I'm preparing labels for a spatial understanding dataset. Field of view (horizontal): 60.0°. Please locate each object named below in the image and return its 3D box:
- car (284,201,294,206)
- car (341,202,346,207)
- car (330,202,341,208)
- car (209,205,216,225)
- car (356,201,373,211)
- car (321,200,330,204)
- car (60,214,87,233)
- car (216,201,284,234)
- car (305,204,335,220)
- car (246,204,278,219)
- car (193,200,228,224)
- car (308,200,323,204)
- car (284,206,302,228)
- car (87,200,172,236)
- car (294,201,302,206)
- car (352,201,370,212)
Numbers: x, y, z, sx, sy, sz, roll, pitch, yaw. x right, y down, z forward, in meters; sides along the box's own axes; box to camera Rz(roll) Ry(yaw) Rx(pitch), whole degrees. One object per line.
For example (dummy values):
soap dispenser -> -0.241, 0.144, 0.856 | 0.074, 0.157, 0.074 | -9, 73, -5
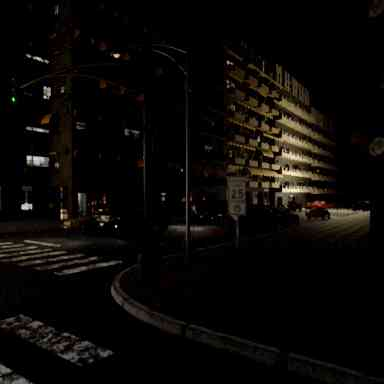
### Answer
car -> 13.211, 2.446, 49.835 | 1.752, 1.417, 4.829 | -1, -2, 35
car -> 39.235, 3.282, 87.135 | 1.947, 1.339, 4.313 | -1, -2, 35
car -> 32.752, 3.067, 77.844 | 1.887, 1.381, 4.507 | -1, -2, 35
car -> 3.711, 1.951, 26.073 | 2.128, 1.511, 4.902 | 0, -1, 35
car -> 33.150, 2.621, 63.834 | 2.192, 1.841, 5.009 | -1, -2, 35
car -> 26.270, 2.640, 68.559 | 2.192, 1.841, 5.009 | -1, -2, 35
car -> -6.231, 1.834, 21.965 | 1.752, 1.417, 4.829 | -1, -2, 35
car -> 3.987, 1.711, 22.030 | 2.192, 1.841, 5.009 | -1, -2, 35
car -> 13.709, 2.284, 35.957 | 1.802, 1.307, 4.206 | -1, -2, 35
car -> 8.068, 2.191, 37.889 | 1.837, 1.490, 4.892 | 0, -1, 35
car -> 2.342, 1.728, 29.707 | 2.150, 2.045, 5.566 | 0, -1, 34
car -> 23.031, 2.771, 63.910 | 1.887, 1.381, 4.507 | -1, -2, 35
car -> 7.228, 2.043, 26.669 | 1.887, 1.381, 4.507 | -1, -2, 35
car -> -3.566, 1.541, 21.237 | 2.150, 2.045, 5.566 | 0, -1, 35
car -> 16.548, 2.340, 54.625 | 2.192, 1.841, 5.009 | -1, -2, 35
car -> 29.909, 2.522, 59.188 | 2.192, 1.841, 5.009 | -1, -2, 35
